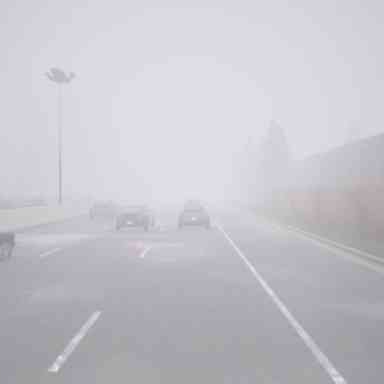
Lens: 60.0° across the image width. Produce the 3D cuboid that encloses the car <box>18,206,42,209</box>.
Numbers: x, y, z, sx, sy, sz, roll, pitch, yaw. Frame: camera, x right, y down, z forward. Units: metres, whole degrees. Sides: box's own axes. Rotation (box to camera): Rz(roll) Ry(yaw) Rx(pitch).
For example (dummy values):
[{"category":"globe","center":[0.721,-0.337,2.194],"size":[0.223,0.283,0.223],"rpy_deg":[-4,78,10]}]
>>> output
[{"category":"car","center":[-17.557,1.457,36.517],"size":[1.837,1.490,4.892],"rpy_deg":[0,0,0]}]

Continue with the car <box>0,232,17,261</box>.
[{"category":"car","center":[-6.898,1.588,9.188],"size":[1.895,1.301,4.718],"rpy_deg":[0,0,0]}]

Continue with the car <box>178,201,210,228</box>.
[{"category":"car","center":[0.105,1.533,21.668],"size":[1.994,1.385,4.181],"rpy_deg":[0,0,0]}]

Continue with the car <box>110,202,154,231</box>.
[{"category":"car","center":[-3.408,1.497,20.374],"size":[1.812,1.442,4.674],"rpy_deg":[0,0,0]}]

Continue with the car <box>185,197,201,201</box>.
[{"category":"car","center":[0.110,1.446,41.620],"size":[1.837,1.490,4.892],"rpy_deg":[0,0,0]}]

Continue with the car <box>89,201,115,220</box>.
[{"category":"car","center":[-6.892,1.454,27.146],"size":[2.128,1.511,4.902],"rpy_deg":[0,0,0]}]
